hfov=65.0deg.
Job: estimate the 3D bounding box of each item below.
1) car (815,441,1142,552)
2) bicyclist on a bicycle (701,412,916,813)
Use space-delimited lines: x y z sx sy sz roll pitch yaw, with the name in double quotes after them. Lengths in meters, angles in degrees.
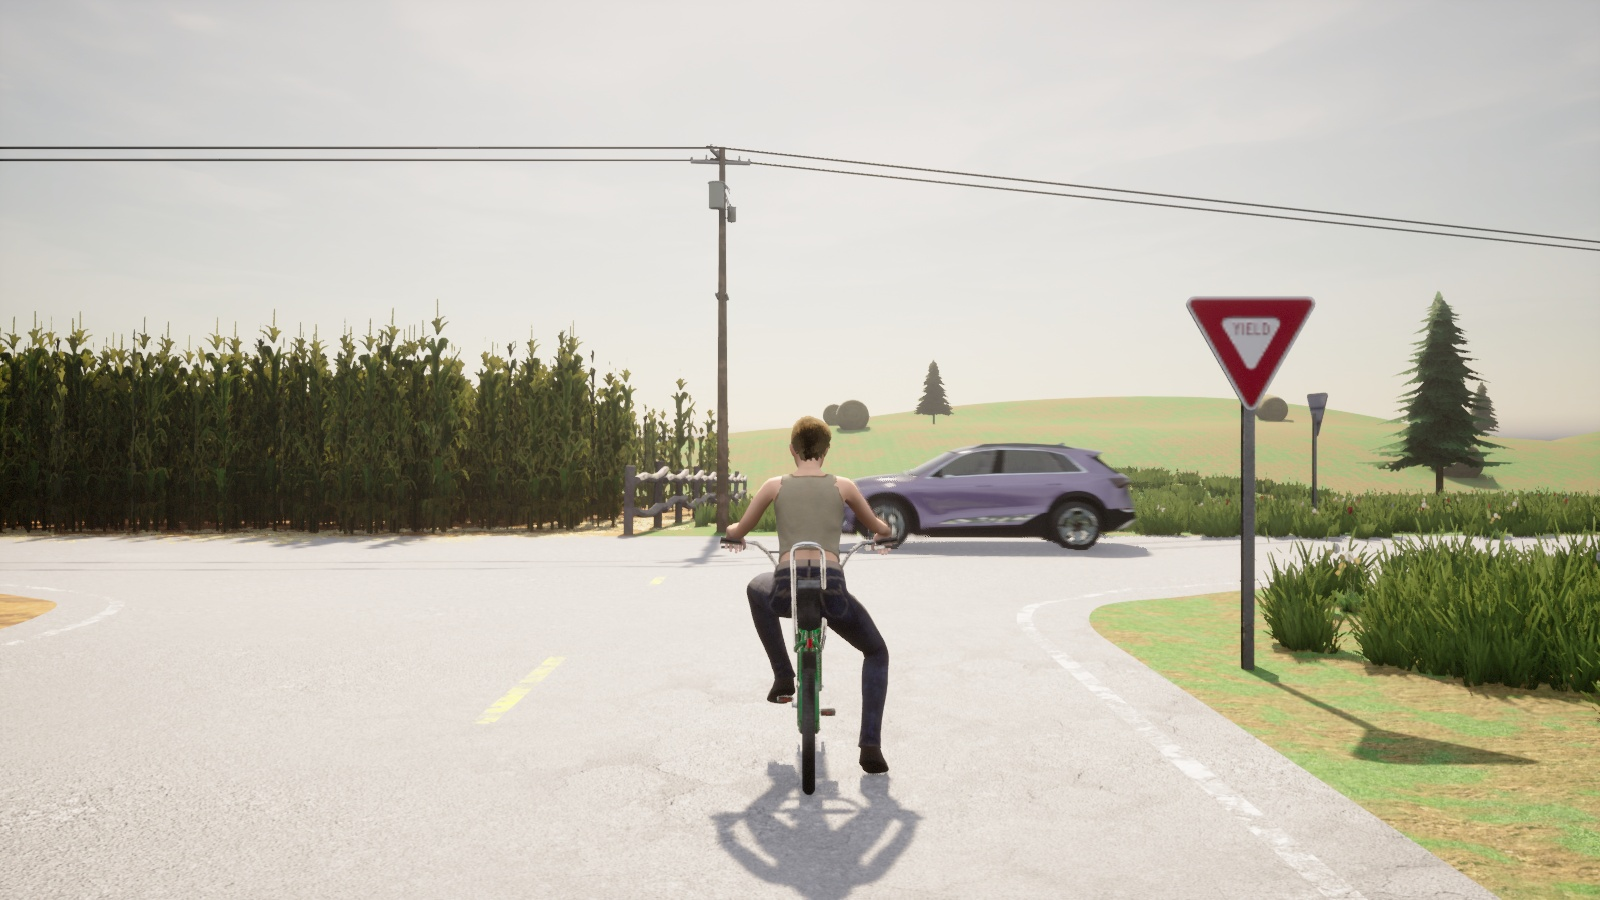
2.689 0.701 19.837 4.856 1.649 2.033 0 0 0 "car"
0.042 0.650 5.814 0.866 1.612 1.509 0 0 1 "bicyclist on a bicycle"
